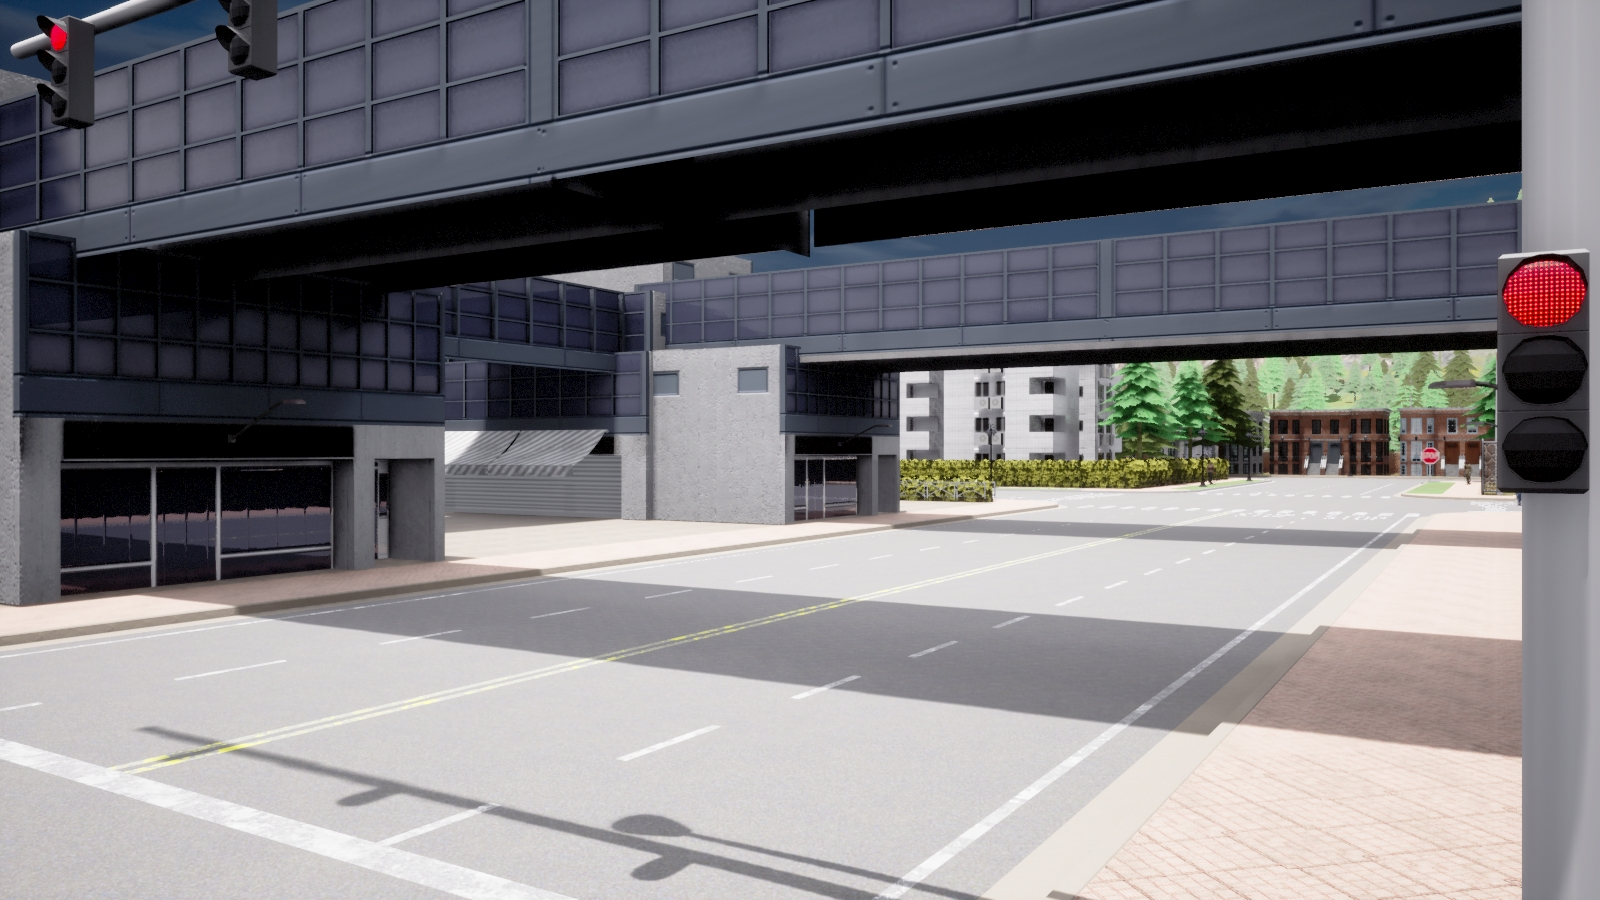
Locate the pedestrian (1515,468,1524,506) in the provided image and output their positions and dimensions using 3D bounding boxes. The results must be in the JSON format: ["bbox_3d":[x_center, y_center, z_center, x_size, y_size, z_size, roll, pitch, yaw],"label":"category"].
[{"bbox_3d":[35.835,1.849,56.894,0.375,1.860,0.375,0,0,31],"label":"pedestrian"}]
